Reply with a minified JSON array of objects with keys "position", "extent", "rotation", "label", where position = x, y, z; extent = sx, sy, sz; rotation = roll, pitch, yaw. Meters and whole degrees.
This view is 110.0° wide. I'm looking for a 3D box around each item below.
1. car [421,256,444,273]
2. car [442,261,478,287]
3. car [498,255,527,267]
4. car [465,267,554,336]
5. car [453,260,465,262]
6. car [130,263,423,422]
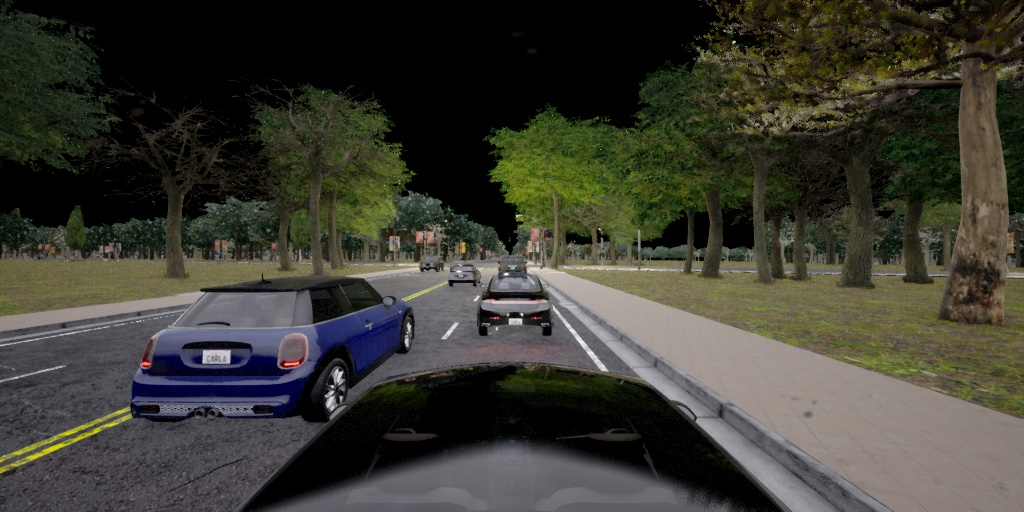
[{"position":[-9.925,0.998,44.896],"extent":[2.150,2.045,5.566],"rotation":[0,0,0],"label":"car"},{"position":[-3.195,1.301,24.798],"extent":[2.033,1.411,5.357],"rotation":[0,0,0],"label":"car"},{"position":[0.045,0.979,28.429],"extent":[2.150,2.045,5.566],"rotation":[0,0,0],"label":"car"},{"position":[0.081,1.242,10.374],"extent":[2.128,1.511,4.902],"rotation":[0,0,0],"label":"car"},{"position":[-6.674,1.282,45.240],"extent":[1.837,1.490,4.892],"rotation":[0,0,0],"label":"car"},{"position":[-3.158,1.102,5.969],"extent":[2.097,1.767,4.553],"rotation":[0,0,0],"label":"car"}]
